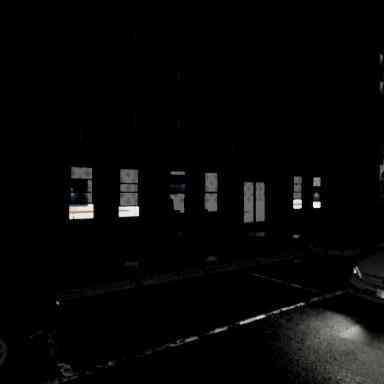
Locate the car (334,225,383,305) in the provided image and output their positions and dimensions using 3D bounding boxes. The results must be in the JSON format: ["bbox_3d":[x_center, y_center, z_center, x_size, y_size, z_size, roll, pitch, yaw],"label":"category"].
[{"bbox_3d":[5.271,1.525,7.141,4.674,1.442,1.812,0,0,-35],"label":"car"}]

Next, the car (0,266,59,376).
[{"bbox_3d":[-3.886,1.551,3.789,4.403,1.369,2.008,0,0,-36],"label":"car"}]

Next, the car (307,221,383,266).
[{"bbox_3d":[5.381,1.582,10.402,4.206,1.307,1.802,0,0,-36],"label":"car"}]
